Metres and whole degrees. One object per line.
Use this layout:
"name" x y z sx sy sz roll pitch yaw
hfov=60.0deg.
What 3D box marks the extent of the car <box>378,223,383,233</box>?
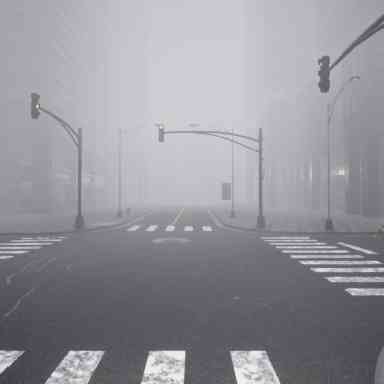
"car" 11.754 1.564 16.231 4.829 1.417 1.752 0 -1 0
